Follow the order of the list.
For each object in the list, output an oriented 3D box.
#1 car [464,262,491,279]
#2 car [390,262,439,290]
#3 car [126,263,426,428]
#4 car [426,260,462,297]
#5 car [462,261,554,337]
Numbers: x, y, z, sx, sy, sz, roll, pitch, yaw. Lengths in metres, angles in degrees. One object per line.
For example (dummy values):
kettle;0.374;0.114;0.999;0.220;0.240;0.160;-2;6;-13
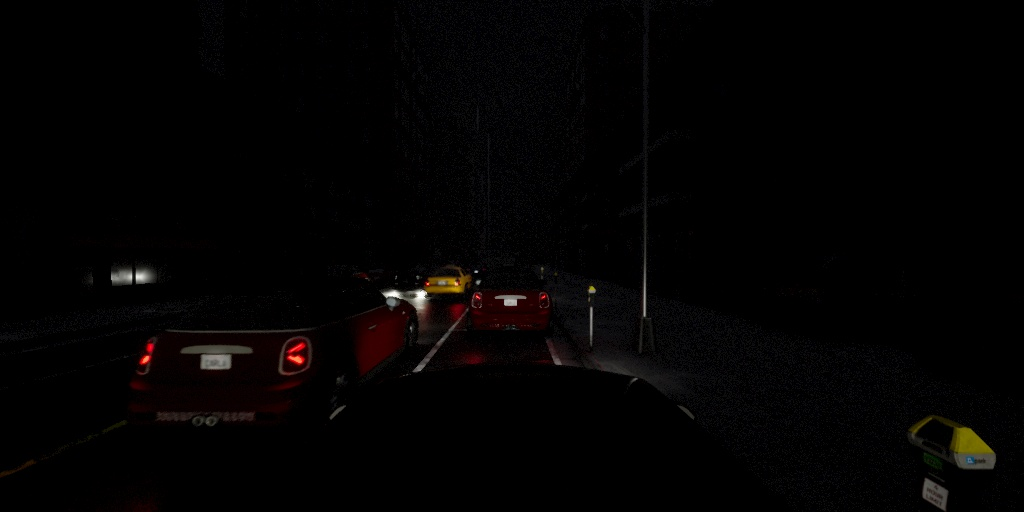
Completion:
car;-3.053;1.302;32.643;1.994;1.385;4.181;0;0;0
car;-6.245;1.221;23.574;1.882;1.535;5.008;0;0;0
car;-3.050;1.103;5.823;2.097;1.767;4.553;0;0;0
car;-3.144;1.201;18.661;1.801;1.575;5.366;0;0;0
car;-0.033;1.100;10.472;2.097;1.767;4.553;0;0;0
